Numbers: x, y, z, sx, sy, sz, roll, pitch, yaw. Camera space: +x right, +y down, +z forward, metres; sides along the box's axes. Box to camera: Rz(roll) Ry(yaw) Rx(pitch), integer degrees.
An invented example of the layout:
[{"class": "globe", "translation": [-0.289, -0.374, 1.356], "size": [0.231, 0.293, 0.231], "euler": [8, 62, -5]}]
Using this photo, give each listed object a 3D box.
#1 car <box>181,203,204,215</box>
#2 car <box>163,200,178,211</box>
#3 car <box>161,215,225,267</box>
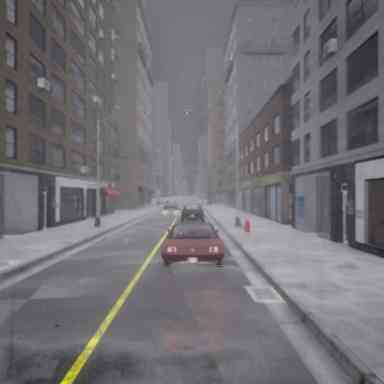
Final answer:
[{"class": "car", "translation": [0.052, 1.725, 28.591], "size": [1.882, 1.535, 5.008], "euler": [0, 0, 0]}, {"class": "car", "translation": [-3.093, 1.904, 48.674], "size": [1.882, 1.535, 5.008], "euler": [0, -1, 0]}, {"class": "car", "translation": [0.041, 1.702, 11.805], "size": [1.895, 1.301, 4.718], "euler": [0, 0, 0]}]
